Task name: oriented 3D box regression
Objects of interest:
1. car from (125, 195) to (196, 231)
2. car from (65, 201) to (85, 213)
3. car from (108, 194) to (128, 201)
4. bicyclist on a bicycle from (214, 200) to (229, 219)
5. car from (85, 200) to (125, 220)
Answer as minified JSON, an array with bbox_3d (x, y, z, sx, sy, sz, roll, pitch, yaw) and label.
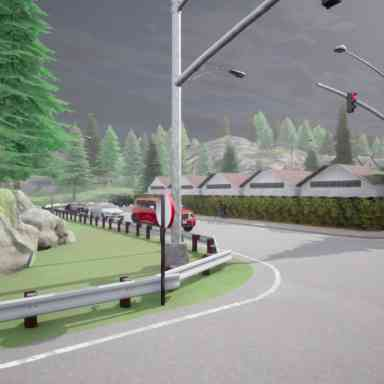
[{"bbox_3d":[-2.017,1.413,21.551,2.150,2.045,5.566,0,0,-35],"label":"car"},{"bbox_3d":[-13.130,1.754,37.818,1.994,1.385,4.181,0,0,-32],"label":"car"},{"bbox_3d":[-10.940,1.398,53.205,2.150,2.045,5.566,0,0,33],"label":"car"},{"bbox_3d":[2.537,1.494,28.097,1.656,1.620,0.582,0,0,-35],"label":"bicyclist on a bicycle"},{"bbox_3d":[-7.621,1.717,29.567,1.812,1.442,4.674,0,0,-35],"label":"car"}]
